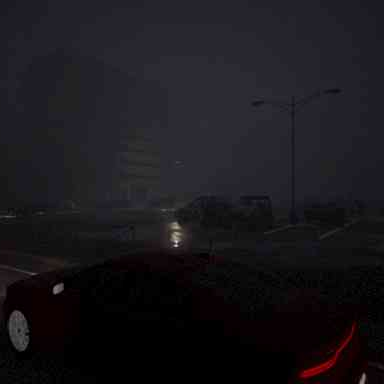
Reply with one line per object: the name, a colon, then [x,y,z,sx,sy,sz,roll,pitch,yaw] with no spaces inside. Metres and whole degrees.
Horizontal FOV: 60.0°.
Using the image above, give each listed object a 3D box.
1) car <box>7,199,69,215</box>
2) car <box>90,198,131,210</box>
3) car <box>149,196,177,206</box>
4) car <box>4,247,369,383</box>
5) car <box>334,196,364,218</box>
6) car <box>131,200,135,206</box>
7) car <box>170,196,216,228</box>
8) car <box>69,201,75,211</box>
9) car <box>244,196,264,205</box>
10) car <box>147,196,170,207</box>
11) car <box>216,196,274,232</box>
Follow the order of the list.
car: [-15.720,1.547,33.841,2.033,1.411,5.357,0,0,34]
car: [-10.378,1.600,41.803,1.895,1.301,4.718,0,0,34]
car: [-4.803,1.491,56.322,2.128,1.511,4.902,0,0,34]
car: [-0.525,1.478,4.363,5.008,1.535,1.882,0,0,35]
car: [15.339,1.395,32.016,1.970,1.475,3.806,0,0,34]
car: [-10.510,1.547,47.885,2.033,1.411,5.357,0,0,33]
car: [0.948,1.153,20.726,1.932,1.855,4.605,0,0,34]
car: [-16.171,1.525,39.429,1.812,1.442,4.674,0,0,34]
car: [11.504,1.525,61.500,1.812,1.442,4.674,0,0,34]
car: [-4.704,1.491,50.233,2.128,1.511,4.902,0,0,34]
car: [3.316,1.156,19.060,1.905,1.878,3.866,0,0,34]
